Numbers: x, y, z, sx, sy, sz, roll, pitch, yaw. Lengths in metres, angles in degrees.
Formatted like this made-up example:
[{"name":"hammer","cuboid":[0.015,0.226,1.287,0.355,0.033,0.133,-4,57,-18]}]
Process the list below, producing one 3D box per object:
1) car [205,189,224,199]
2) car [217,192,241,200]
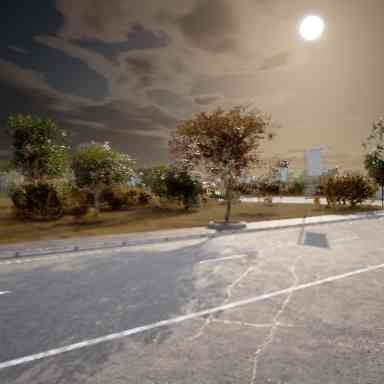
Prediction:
[{"name":"car","cuboid":[4.716,0.505,66.736,2.150,2.045,5.566,-1,1,-37]},{"name":"car","cuboid":[7.664,0.736,68.666,2.128,1.511,4.902,-1,1,-38]}]
